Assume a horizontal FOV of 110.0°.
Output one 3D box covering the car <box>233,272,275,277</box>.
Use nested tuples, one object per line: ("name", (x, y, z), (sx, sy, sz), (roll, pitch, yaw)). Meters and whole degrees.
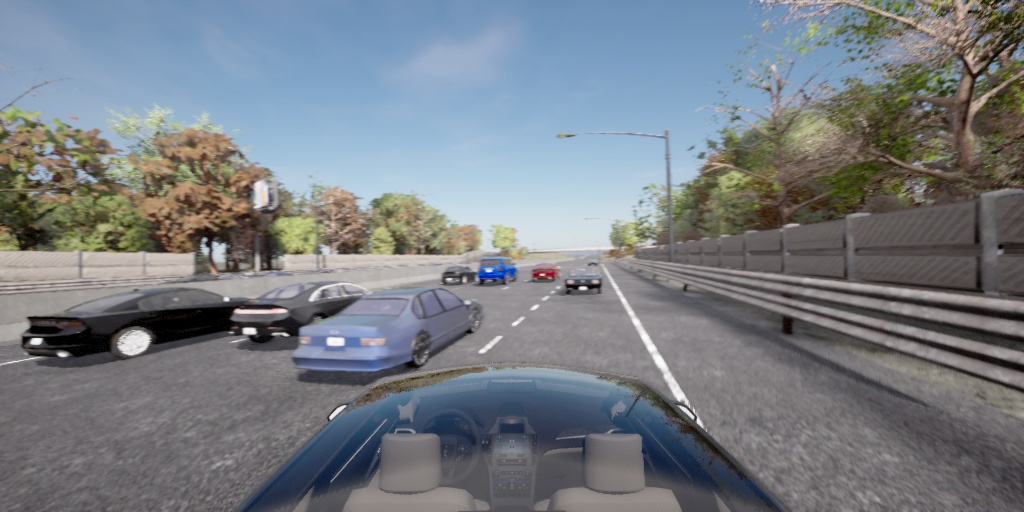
("car", (-19.147, 2.054, 28.776), (1.812, 1.442, 4.674), (-2, 0, 13))

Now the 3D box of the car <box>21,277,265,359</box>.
("car", (-9.074, 1.570, 9.670), (1.882, 1.535, 5.008), (-2, 0, 13))

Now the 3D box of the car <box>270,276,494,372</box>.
("car", (-2.241, 1.404, 8.166), (2.033, 1.411, 5.357), (-2, 0, 13))

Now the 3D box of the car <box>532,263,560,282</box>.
("car", (2.890, 1.281, 29.926), (1.882, 1.535, 5.008), (-2, 0, 13))

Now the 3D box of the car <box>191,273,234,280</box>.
("car", (-22.594, 2.138, 29.396), (2.128, 1.511, 4.902), (-2, 0, 13))

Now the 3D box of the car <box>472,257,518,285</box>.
("car", (-1.044, 1.147, 28.539), (2.150, 2.045, 5.566), (-2, 0, 13))

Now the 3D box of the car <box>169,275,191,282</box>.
("car", (-26.133, 2.243, 29.633), (1.882, 1.535, 5.008), (-2, 0, 13))

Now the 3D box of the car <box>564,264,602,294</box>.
("car", (4.058, 1.312, 20.076), (1.895, 1.301, 4.718), (-2, 0, 13))

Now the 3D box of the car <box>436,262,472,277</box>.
("car", (-4.287, 1.546, 29.979), (1.837, 1.490, 4.892), (-2, 0, 13))

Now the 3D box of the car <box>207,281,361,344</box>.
("car", (-5.316, 1.462, 10.370), (2.128, 1.511, 4.902), (-2, 0, 13))

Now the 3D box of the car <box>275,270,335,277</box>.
("car", (-15.662, 1.915, 28.321), (1.837, 1.490, 4.892), (-2, 0, 13))
